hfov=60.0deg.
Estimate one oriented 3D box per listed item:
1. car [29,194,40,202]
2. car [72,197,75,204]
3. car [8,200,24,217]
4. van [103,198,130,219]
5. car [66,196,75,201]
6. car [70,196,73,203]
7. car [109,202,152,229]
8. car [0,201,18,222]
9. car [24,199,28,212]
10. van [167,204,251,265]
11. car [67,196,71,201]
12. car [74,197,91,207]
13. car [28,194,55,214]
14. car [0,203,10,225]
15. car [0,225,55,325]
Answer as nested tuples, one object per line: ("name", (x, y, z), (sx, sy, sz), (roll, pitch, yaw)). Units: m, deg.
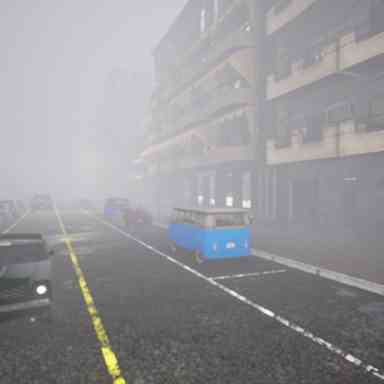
("car", (-37.648, 1.423, 79.392), (2.192, 1.841, 5.009), (0, 0, -23))
("car", (-19.161, 1.591, 57.443), (1.752, 1.417, 4.829), (0, 0, -23))
("car", (-15.958, 1.460, 28.601), (1.967, 1.590, 4.097), (0, 0, -23))
("van", (-6.081, 1.366, 26.812), (1.690, 1.788, 3.998), (0, 0, -23))
("car", (-32.109, 1.676, 87.761), (1.887, 1.381, 4.507), (0, 0, -23))
("car", (-21.331, 1.601, 62.523), (1.752, 1.417, 4.829), (0, 0, -23))
("car", (-3.912, 1.564, 21.733), (1.887, 1.381, 4.507), (0, 0, -23))
("car", (-13.789, 1.565, 23.522), (2.008, 1.369, 4.403), (0, 0, -23))
("car", (-20.295, 1.597, 38.759), (1.947, 1.339, 4.313), (0, 0, -23))
("van", (0.426, 1.352, 11.575), (1.690, 1.788, 3.998), (0, 0, -23))
("car", (-25.602, 1.641, 72.525), (1.887, 1.381, 4.507), (0, 0, -23))
("car", (-16.925, 1.622, 52.208), (1.947, 1.339, 4.313), (0, 0, -23))
("car", (-16.385, 1.252, 36.461), (2.150, 2.045, 5.566), (0, 0, -23))
("car", (-11.619, 1.560, 18.442), (2.008, 1.369, 4.403), (0, 0, -23))
("car", (-3.848, 1.603, 6.854), (1.895, 1.301, 4.718), (0, 0, -23))
